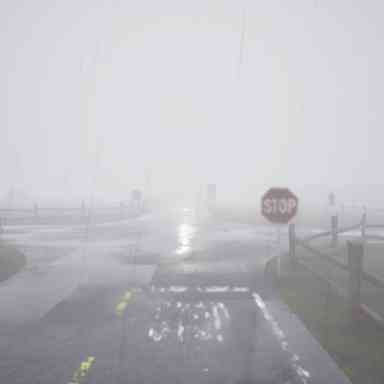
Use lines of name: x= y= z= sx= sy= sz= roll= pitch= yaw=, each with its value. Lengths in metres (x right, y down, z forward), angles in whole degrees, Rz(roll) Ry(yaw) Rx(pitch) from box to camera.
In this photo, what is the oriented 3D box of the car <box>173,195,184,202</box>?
car: x=-2.758 y=1.233 z=68.641 sx=1.994 sy=1.385 sz=4.181 roll=0 pitch=0 yaw=0
